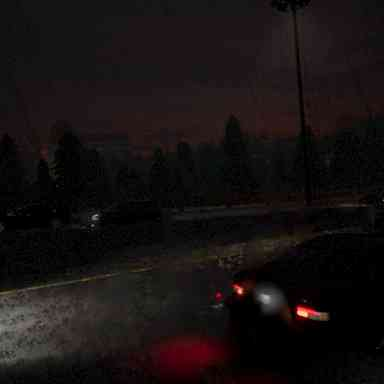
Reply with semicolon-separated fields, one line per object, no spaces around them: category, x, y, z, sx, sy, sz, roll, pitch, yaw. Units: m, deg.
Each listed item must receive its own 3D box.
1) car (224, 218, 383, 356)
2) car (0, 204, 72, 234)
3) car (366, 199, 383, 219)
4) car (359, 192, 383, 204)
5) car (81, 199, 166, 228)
car;3.059;1.460;5.928;5.357;1.411;2.033;-1;1;-35
car;-9.362;1.461;18.806;4.892;1.490;1.837;-1;0;-35
car;10.434;1.209;15.486;5.008;1.535;1.882;-1;0;-35
car;22.871;0.736;41.754;4.674;1.442;1.812;-3;2;-35
car;-3.770;1.238;18.494;4.553;1.767;2.097;-1;1;-35
